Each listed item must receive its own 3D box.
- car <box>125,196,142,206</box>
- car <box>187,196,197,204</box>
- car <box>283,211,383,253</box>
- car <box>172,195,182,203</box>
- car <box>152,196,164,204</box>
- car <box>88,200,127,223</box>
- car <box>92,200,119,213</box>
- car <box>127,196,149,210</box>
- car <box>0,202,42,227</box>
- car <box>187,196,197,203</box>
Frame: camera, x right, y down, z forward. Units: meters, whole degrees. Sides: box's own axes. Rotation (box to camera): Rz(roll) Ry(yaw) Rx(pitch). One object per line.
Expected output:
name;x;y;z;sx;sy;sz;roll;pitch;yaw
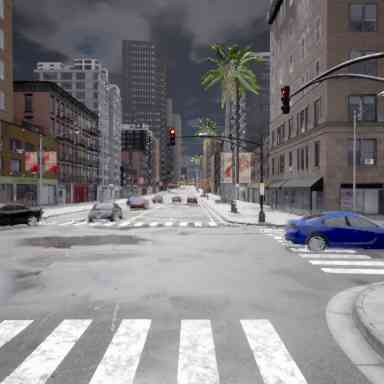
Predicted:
car;-9.903;1.461;56.478;1.882;1.535;5.008;0;0;0
car;0.016;1.454;61.332;1.882;1.535;5.008;0;0;0
car;6.288;1.568;13.474;5.008;1.535;1.882;1;1;5
car;-3.266;1.455;70.905;2.128;1.511;4.902;0;0;0
car;-6.599;1.479;64.745;1.837;1.490;4.892;0;0;0
car;-6.636;1.525;25.971;1.812;1.442;4.674;0;0;0
car;-9.901;1.599;38.291;1.895;1.301;4.718;0;0;0
car;-6.657;1.474;42.243;1.882;1.535;5.008;0;0;0
car;-11.346;1.397;19.768;1.882;1.535;5.008;0;-1;22
car;-0.026;1.517;71.373;1.994;1.385;4.181;0;0;0
